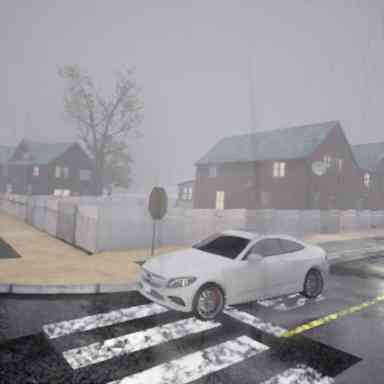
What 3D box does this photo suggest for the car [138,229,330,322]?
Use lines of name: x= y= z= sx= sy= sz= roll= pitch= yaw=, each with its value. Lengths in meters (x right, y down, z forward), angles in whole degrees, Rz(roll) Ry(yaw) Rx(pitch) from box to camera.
car: x=1.128 y=1.567 z=7.330 sx=4.674 sy=1.442 sz=1.812 roll=3 pitch=0 yaw=-34
